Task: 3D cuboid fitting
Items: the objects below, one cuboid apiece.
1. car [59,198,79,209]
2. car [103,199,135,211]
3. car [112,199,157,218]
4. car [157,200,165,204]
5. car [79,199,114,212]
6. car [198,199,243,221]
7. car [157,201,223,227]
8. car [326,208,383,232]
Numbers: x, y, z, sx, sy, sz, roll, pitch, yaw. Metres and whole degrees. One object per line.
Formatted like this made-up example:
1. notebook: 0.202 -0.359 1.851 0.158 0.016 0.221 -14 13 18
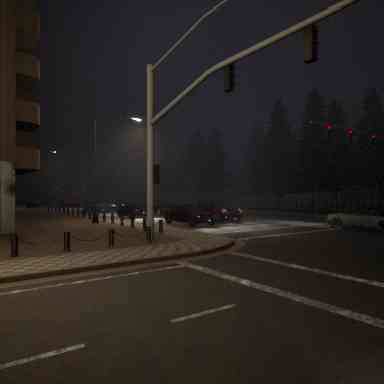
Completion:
1. car: -17.491 1.533 47.520 1.882 1.535 5.008 0 0 -35
2. car: -9.362 1.603 42.156 2.033 1.411 5.357 0 0 -35
3. car: -5.378 1.619 30.617 1.994 1.385 4.181 0 0 -36
4. car: -3.316 1.547 33.749 2.128 1.511 4.902 0 0 -36
5. car: -11.119 1.656 38.602 1.895 1.301 4.718 0 0 -36
6. car: 1.919 1.407 26.478 2.097 1.767 4.553 0 0 -36
7. car: -0.262 1.581 23.547 1.812 1.442 4.674 0 0 -37
8. car: 10.819 1.643 20.461 1.895 1.301 4.718 0 0 -36
